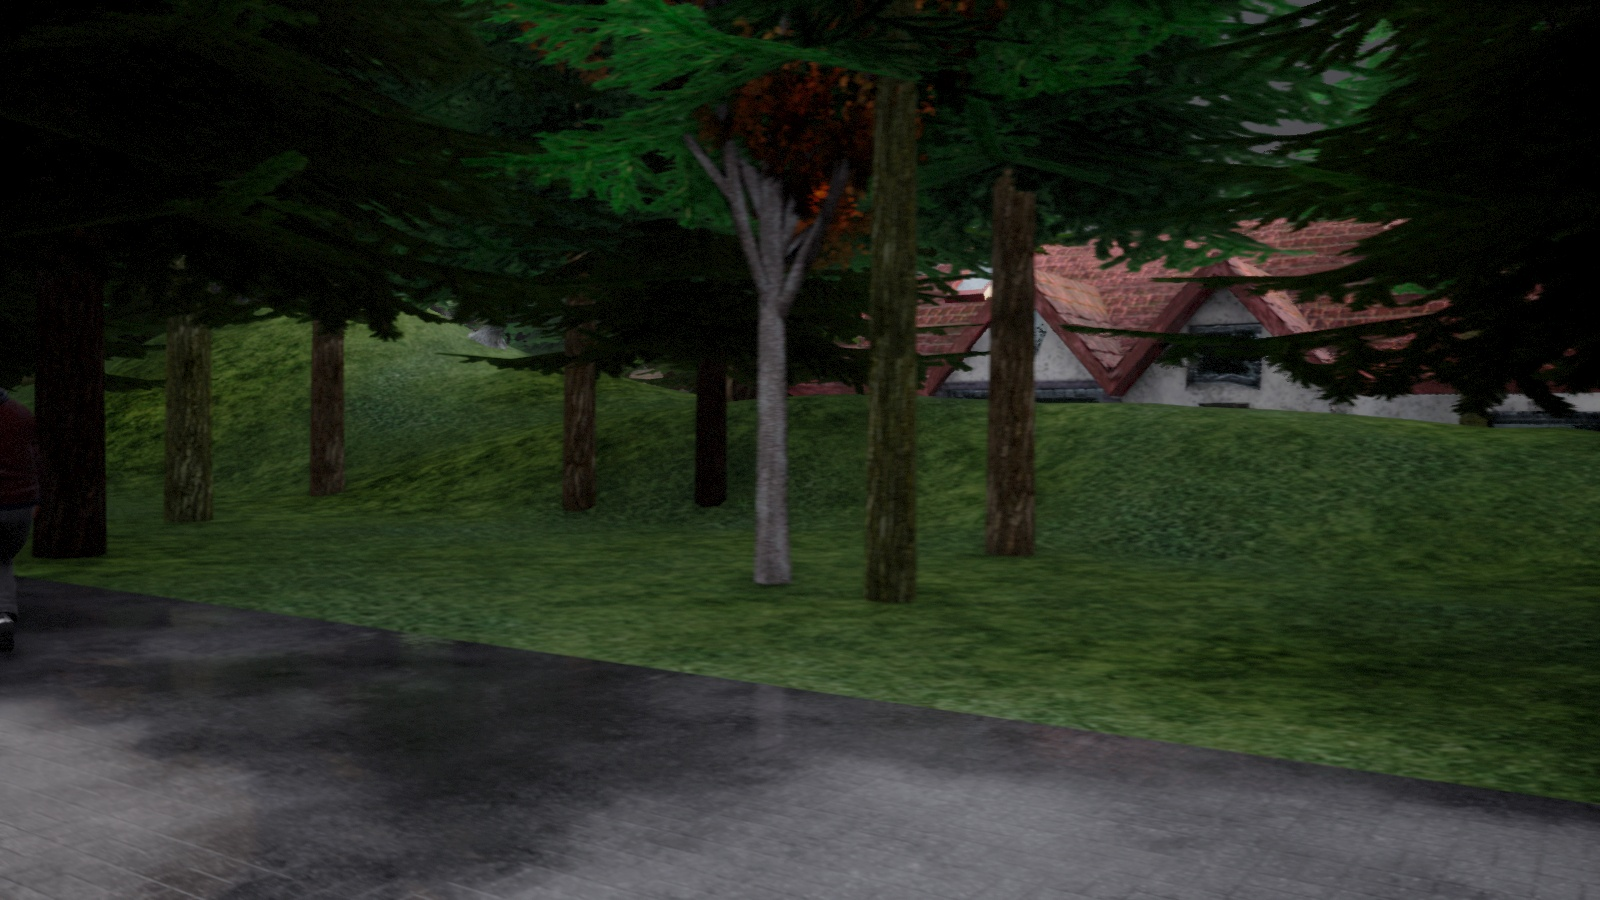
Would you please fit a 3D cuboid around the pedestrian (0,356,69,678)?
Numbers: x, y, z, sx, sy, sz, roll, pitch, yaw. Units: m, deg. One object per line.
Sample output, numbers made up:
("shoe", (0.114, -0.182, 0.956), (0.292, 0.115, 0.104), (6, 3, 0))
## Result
("pedestrian", (-4.894, 0.383, 7.531), (0.899, 1.844, 0.634), (0, 1, 44))
